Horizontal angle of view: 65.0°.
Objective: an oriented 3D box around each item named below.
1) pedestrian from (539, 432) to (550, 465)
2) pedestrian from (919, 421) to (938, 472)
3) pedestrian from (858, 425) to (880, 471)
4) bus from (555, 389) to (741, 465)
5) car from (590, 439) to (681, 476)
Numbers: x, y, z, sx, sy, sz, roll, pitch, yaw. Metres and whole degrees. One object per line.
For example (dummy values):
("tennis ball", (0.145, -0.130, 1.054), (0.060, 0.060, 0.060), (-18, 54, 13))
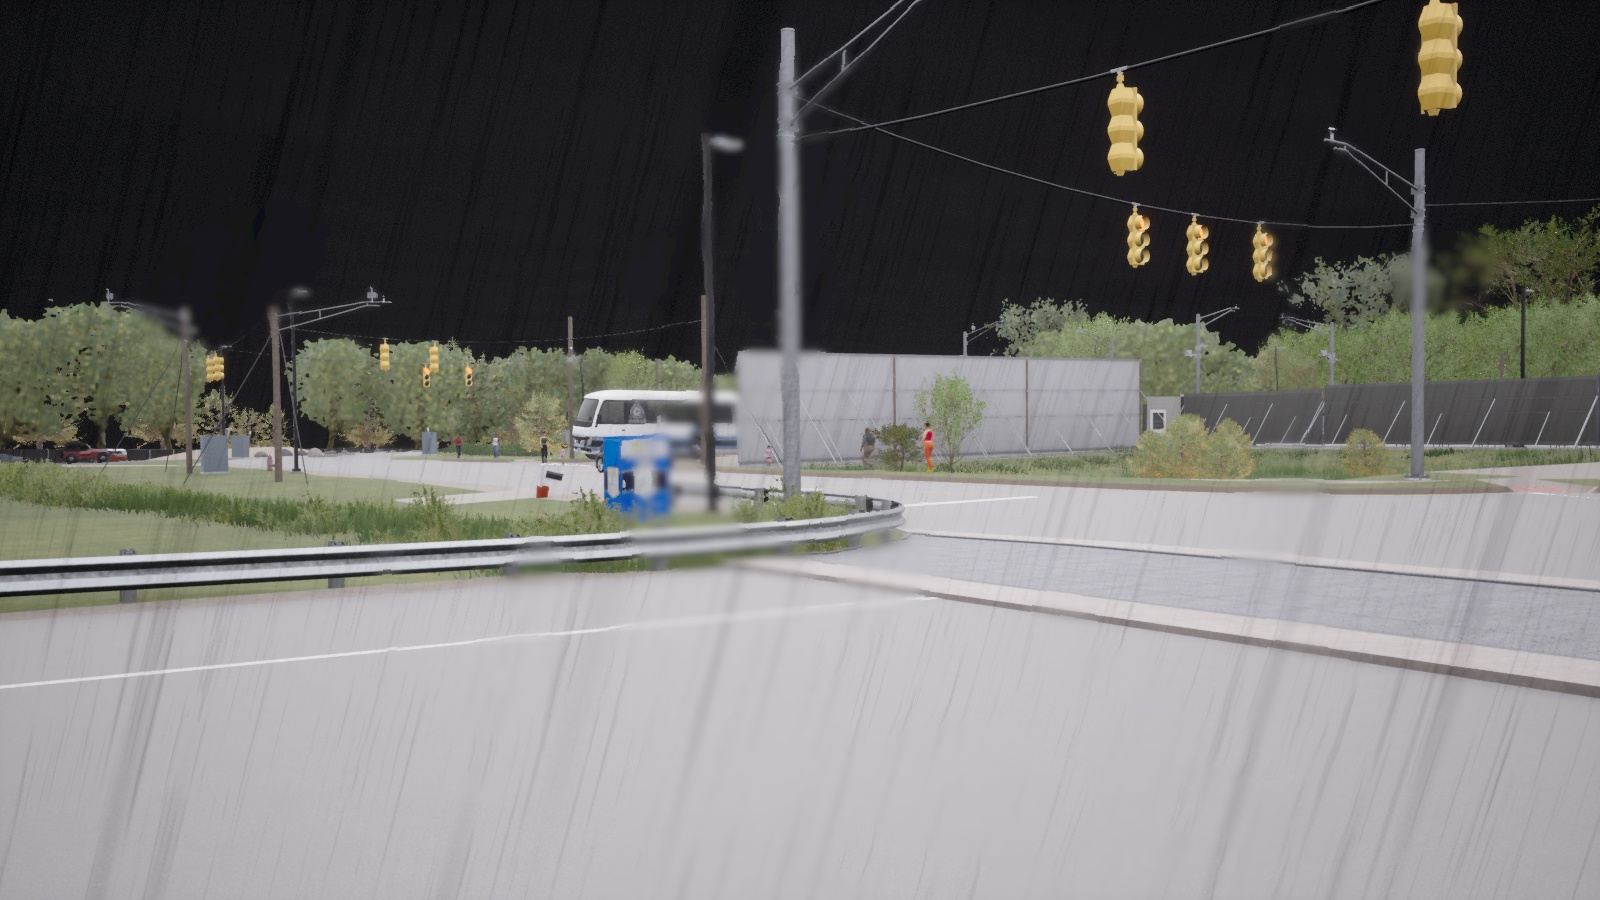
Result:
("pedestrian", (-14.580, -0.087, 71.633), (0.345, 1.836, 0.594), (-2, 2, -35))
("pedestrian", (4.700, -0.137, 45.890), (0.345, 1.836, 0.594), (-2, 2, -36))
("pedestrian", (2.758, -0.089, 50.398), (0.540, 1.848, 0.694), (-2, 2, -36))
("bus", (-9.107, -1.402, 75.539), (10.273, 4.253, 3.944), (0, 3, -29))
("car", (-7.139, 0.281, 54.108), (1.837, 1.490, 4.892), (-2, 2, -35))
